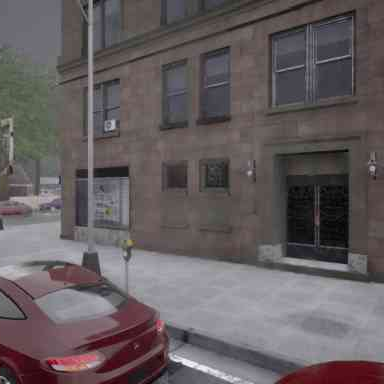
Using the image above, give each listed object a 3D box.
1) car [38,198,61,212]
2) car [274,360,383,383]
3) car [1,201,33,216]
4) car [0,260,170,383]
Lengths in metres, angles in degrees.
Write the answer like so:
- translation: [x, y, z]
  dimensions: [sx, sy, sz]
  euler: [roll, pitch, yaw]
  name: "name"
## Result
- translation: [-14.303, 1.340, 36.493]
  dimensions: [1.882, 1.535, 5.008]
  euler: [0, 0, 35]
  name: "car"
- translation: [2.313, 1.545, 1.168]
  dimensions: [4.507, 1.381, 1.887]
  euler: [0, 0, 35]
  name: "car"
- translation: [-15.959, 1.470, 28.554]
  dimensions: [1.994, 1.385, 4.181]
  euler: [0, 0, 36]
  name: "car"
- translation: [-2.185, 1.582, 4.365]
  dimensions: [4.206, 1.307, 1.802]
  euler: [0, 0, 35]
  name: "car"
